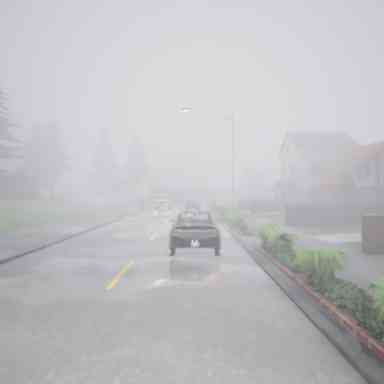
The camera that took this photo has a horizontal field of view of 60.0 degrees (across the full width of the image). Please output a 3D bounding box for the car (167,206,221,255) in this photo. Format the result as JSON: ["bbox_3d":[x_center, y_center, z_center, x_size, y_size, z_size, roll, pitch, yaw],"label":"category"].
[{"bbox_3d":[0.103,1.530,13.480,2.128,1.511,4.902,0,0,0],"label":"car"}]

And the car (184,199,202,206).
[{"bbox_3d":[0.105,1.618,40.487,1.837,1.490,4.892,0,0,0],"label":"car"}]

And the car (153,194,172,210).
[{"bbox_3d":[-4.017,1.355,46.314,2.150,2.045,5.566,0,-1,0],"label":"car"}]
